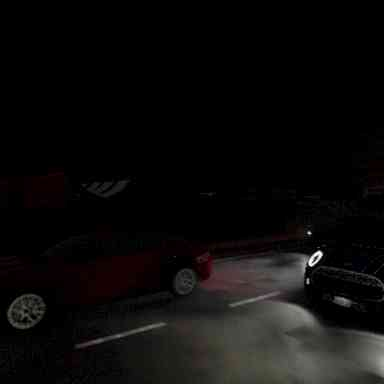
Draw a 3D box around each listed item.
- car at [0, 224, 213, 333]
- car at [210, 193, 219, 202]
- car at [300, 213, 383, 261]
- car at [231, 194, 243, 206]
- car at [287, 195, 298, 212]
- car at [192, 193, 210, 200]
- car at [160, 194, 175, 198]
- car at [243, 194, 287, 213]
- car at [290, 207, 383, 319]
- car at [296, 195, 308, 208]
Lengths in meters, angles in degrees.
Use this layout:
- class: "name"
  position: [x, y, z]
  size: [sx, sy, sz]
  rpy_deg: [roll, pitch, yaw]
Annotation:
- class: "car"
  position: [-1.846, 1.479, 6.976]
  size: [5.008, 1.535, 1.882]
  rpy_deg: [0, 0, -36]
- class: "car"
  position: [4.091, 1.204, 77.756]
  size: [1.932, 1.855, 4.605]
  rpy_deg: [0, 0, -35]
- class: "car"
  position: [6.489, 1.598, 12.931]
  size: [4.718, 1.301, 1.895]
  rpy_deg: [0, 0, -36]
- class: "car"
  position: [9.540, 1.444, 60.295]
  size: [1.970, 1.475, 3.806]
  rpy_deg: [0, 0, -35]
- class: "car"
  position: [11.153, 1.413, 42.960]
  size: [1.784, 1.438, 3.905]
  rpy_deg: [0, 0, -35]
- class: "car"
  position: [1.693, 1.209, 76.133]
  size: [1.905, 1.878, 3.866]
  rpy_deg: [0, 0, -35]
- class: "car"
  position: [-4.223, 1.209, 50.491]
  size: [1.932, 1.855, 4.605]
  rpy_deg: [0, 0, -35]
- class: "car"
  position: [8.988, 1.203, 41.374]
  size: [1.932, 1.855, 4.605]
  rpy_deg: [0, 0, -35]
- class: "car"
  position: [4.489, 1.350, 7.201]
  size: [4.553, 1.767, 2.097]
  rpy_deg: [0, 0, -36]
- class: "car"
  position: [13.521, 1.443, 44.627]
  size: [1.970, 1.475, 3.806]
  rpy_deg: [0, 0, -35]
